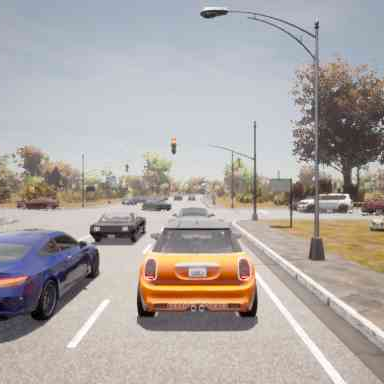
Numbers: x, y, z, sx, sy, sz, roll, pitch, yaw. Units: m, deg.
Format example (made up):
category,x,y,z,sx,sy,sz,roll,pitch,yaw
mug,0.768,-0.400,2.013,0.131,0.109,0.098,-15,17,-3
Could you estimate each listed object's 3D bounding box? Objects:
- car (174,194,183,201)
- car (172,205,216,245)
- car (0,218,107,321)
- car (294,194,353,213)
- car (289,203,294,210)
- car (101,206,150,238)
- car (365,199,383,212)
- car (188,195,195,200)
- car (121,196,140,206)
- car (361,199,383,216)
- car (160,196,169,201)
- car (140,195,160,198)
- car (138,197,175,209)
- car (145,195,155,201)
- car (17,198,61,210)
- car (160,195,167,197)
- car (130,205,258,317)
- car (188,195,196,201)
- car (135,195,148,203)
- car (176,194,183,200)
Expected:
category,x,y,z,sx,sy,sz,roll,pitch,yaw
car,-3.599,1.489,84.597,1.837,1.490,4.892,0,0,0
car,0.079,1.504,16.587,1.837,1.490,4.892,0,0,0
car,-3.409,1.525,7.161,1.812,1.442,4.674,0,0,0
car,14.422,1.220,36.103,5.566,2.045,2.150,0,0,3
car,14.037,1.503,39.631,4.892,1.490,1.837,0,0,3
car,-3.420,1.600,16.319,1.895,1.301,4.718,0,0,0
car,22.927,1.554,39.159,4.181,1.385,1.994,0,0,3
car,-0.073,1.591,94.768,1.895,1.301,4.718,0,0,1
car,-10.653,1.489,56.286,2.128,1.511,4.902,0,0,0
car,19.138,1.472,32.144,5.008,1.535,1.882,0,0,3
car,-7.099,1.587,84.861,1.895,1.301,4.718,0,0,0
car,-7.155,1.489,57.059,2.128,1.511,4.902,0,0,0
car,-4.209,1.599,39.237,1.895,1.301,4.718,0,0,-32
car,-10.600,1.547,84.064,1.994,1.385,4.181,0,0,0
car,-18.959,1.476,41.325,5.008,1.535,1.882,0,1,-4
car,-7.086,1.352,70.710,2.097,1.767,4.553,0,0,0
car,0.091,1.352,7.629,2.097,1.767,4.553,0,0,0
car,-0.099,1.549,84.730,1.994,1.385,4.181,0,0,0
car,-10.586,1.497,69.955,1.837,1.490,4.892,0,0,0
car,-3.571,1.370,95.006,1.812,1.442,4.674,0,0,1
